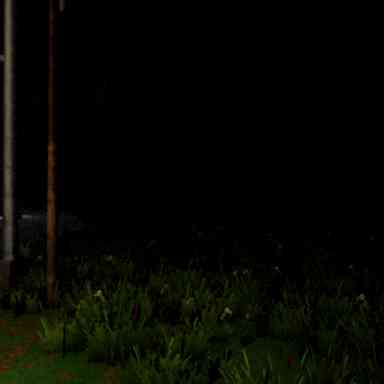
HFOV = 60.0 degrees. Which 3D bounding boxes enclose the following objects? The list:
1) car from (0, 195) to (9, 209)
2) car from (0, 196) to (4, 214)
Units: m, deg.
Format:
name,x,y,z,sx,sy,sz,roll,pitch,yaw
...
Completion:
name,x,y,z,sx,sy,sz,roll,pitch,yaw
car,-26.101,1.325,43.685,4.553,1.767,2.097,0,0,39
car,-19.095,1.451,32.178,1.882,1.535,5.008,0,0,-42
